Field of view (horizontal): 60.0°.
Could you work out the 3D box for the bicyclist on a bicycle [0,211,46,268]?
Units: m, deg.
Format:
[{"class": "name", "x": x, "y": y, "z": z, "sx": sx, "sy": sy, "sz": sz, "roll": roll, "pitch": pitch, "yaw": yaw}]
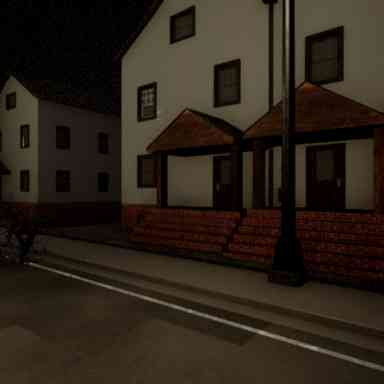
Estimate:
[{"class": "bicyclist on a bicycle", "x": -5.187, "y": 1.405, "z": 9.989, "sx": 0.582, "sy": 1.620, "sz": 1.656, "roll": 0, "pitch": 0, "yaw": 39}]
